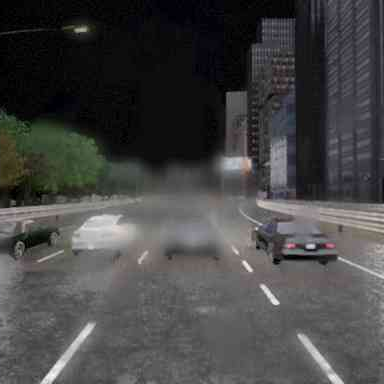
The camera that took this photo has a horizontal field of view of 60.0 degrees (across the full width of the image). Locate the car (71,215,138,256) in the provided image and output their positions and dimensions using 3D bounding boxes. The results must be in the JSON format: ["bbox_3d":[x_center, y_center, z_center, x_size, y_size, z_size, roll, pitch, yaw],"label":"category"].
[{"bbox_3d":[-3.454,1.671,13.740,1.812,1.442,4.674,0,0,1],"label":"car"}]

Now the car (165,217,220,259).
[{"bbox_3d":[0.042,1.706,13.321,1.994,1.385,4.181,0,-1,1],"label":"car"}]

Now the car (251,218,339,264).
[{"bbox_3d":[3.525,1.679,12.348,2.033,1.411,5.357,0,-1,0],"label":"car"}]

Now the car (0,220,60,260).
[{"bbox_3d":[-6.964,1.740,13.106,1.895,1.301,4.718,0,-1,1],"label":"car"}]
